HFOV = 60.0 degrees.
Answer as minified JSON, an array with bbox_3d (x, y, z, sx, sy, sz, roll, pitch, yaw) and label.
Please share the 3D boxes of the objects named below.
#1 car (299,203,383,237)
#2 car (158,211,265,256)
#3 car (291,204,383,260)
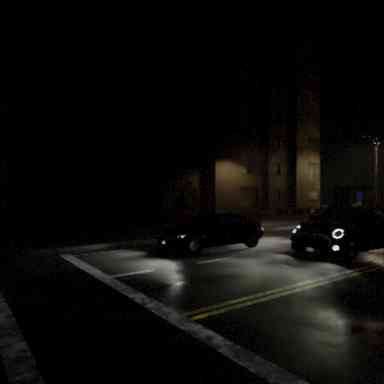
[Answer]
[{"bbox_3d":[8.423,1.462,18.594,4.902,1.511,2.128,0,0,-35],"label":"car"},{"bbox_3d":[0.885,1.512,13.200,4.674,1.442,1.812,0,0,-36],"label":"car"},{"bbox_3d":[5.761,1.332,12.402,4.553,1.767,2.097,0,0,-36],"label":"car"}]
